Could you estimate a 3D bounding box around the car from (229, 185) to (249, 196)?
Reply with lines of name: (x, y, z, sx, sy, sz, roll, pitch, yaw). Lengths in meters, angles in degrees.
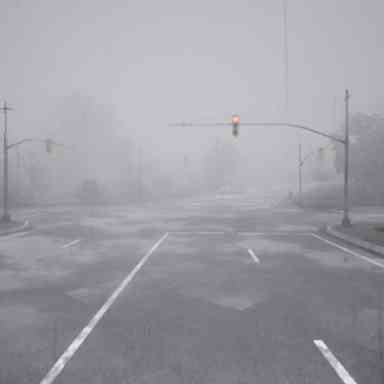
car: (9.773, -0.039, 67.840, 1.895, 1.301, 4.718, 0, 4, 26)

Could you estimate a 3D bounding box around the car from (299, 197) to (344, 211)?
car: (12.970, 1.160, 33.460, 4.181, 1.385, 1.994, 0, 1, 4)

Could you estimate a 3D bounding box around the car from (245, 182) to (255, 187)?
car: (14.523, -1.640, 83.071, 1.837, 1.490, 4.892, 0, 4, 34)

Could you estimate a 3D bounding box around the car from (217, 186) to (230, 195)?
car: (6.780, -0.321, 69.672, 2.097, 1.767, 4.553, 0, 4, 26)
